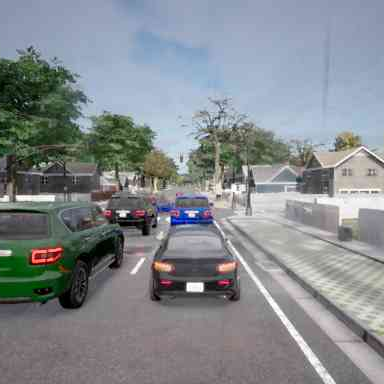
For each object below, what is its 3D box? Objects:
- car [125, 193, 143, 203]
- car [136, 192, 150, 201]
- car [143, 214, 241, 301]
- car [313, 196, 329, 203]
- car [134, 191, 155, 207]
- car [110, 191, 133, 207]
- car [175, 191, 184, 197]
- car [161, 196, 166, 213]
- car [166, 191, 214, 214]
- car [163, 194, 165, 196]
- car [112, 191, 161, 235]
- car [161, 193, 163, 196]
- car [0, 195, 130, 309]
[{"bbox_3d":[-9.820,1.047,56.546,2.128,1.511,4.902,0,1,0],"label":"car"},{"bbox_3d":[-9.750,0.858,66.521,2.128,1.511,4.902,0,1,1],"label":"car"},{"bbox_3d":[0.067,1.514,8.190,1.812,1.442,4.674,0,0,0],"label":"car"},{"bbox_3d":[13.286,1.200,34.372,4.902,1.511,2.128,0,1,-2],"label":"car"},{"bbox_3d":[-6.585,0.892,46.814,2.150,2.045,5.566,0,1,0],"label":"car"},{"bbox_3d":[-9.836,0.891,46.867,2.150,2.045,5.566,0,1,0],"label":"car"},{"bbox_3d":[-3.228,0.438,86.411,1.994,1.385,4.181,0,1,0],"label":"car"},{"bbox_3d":[-2.637,1.387,31.041,4.674,1.442,1.812,-1,0,-1],"label":"car"},{"bbox_3d":[0.026,1.160,18.223,2.150,2.045,5.566,0,0,1],"label":"car"},{"bbox_3d":[-6.510,0.862,66.342,2.128,1.511,4.902,0,1,1],"label":"car"},{"bbox_3d":[-3.222,1.159,18.348,2.150,2.045,5.566,0,0,1],"label":"car"},{"bbox_3d":[-6.567,1.124,56.222,1.994,1.385,4.181,0,1,1],"label":"car"},{"bbox_3d":[-3.186,1.210,7.997,2.150,2.045,5.566,0,0,1],"label":"car"}]
